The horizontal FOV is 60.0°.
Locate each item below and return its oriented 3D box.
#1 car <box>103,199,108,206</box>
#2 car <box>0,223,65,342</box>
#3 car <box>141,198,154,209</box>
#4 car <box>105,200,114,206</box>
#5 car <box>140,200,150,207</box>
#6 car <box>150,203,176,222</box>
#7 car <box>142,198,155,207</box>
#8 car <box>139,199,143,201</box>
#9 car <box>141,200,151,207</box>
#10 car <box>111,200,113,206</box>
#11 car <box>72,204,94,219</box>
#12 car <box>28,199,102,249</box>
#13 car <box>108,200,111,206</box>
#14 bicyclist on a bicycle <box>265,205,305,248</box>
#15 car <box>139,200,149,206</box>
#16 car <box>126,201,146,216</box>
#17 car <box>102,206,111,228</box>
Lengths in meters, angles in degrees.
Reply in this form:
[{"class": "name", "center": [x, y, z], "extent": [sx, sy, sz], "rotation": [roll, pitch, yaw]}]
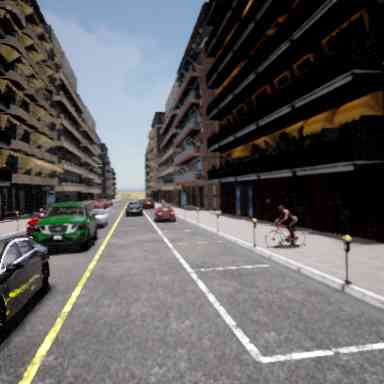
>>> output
[{"class": "car", "center": [-15.673, 2.426, 55.696], "extent": [1.887, 1.381, 4.507], "rotation": [-2, 0, -10]}, {"class": "car", "center": [-4.099, 1.654, 6.327], "extent": [2.128, 1.511, 4.902], "rotation": [-1, -1, -10]}, {"class": "car", "center": [-8.490, 2.075, 62.818], "extent": [2.192, 1.841, 5.009], "rotation": [-2, 0, -10]}, {"class": "car", "center": [-20.714, 2.798, 83.565], "extent": [1.947, 1.339, 4.313], "rotation": [-2, 0, -10]}, {"class": "car", "center": [-10.497, 2.445, 73.964], "extent": [1.887, 1.381, 4.507], "rotation": [-2, 0, -10]}, {"class": "car", "center": [-2.429, 1.905, 29.375], "extent": [1.802, 1.307, 4.206], "rotation": [-2, 0, -10]}, {"class": "car", "center": [-7.482, 2.004, 57.243], "extent": [2.192, 1.841, 5.009], "rotation": [-2, 0, -10]}, {"class": "car", "center": [-9.112, 2.212, 52.048], "extent": [1.812, 1.442, 4.674], "rotation": [-1, 0, -10]}, {"class": "car", "center": [-9.488, 2.396, 68.389], "extent": [1.947, 1.339, 4.313], "rotation": [-2, 0, -10]}, {"class": "car", "center": [-18.698, 2.638, 72.417], "extent": [1.887, 1.381, 4.507], "rotation": [-2, 0, -10]}, {"class": "car", "center": [-12.618, 2.186, 38.807], "extent": [1.752, 1.417, 4.829], "rotation": [-2, 0, -10]}, {"class": "car", "center": [-5.860, 1.515, 16.039], "extent": [2.150, 2.045, 5.566], "rotation": [-1, -1, -10]}, {"class": "car", "center": [-16.690, 2.268, 61.270], "extent": [2.192, 1.841, 5.009], "rotation": [-2, 0, -10]}, {"class": "bicyclist on a bicycle", "center": [3.558, 1.327, 12.713], "extent": [1.656, 1.620, 0.582], "rotation": [-1, 0, -10]}, {"class": "car", "center": [-11.499, 2.536, 79.538], "extent": [1.947, 1.339, 4.313], "rotation": [-2, 0, -10]}, {"class": "car", "center": [-6.764, 2.077, 39.043], "extent": [1.994, 1.385, 4.181], "rotation": [-1, -1, -10]}, {"class": "car", "center": [-7.610, 2.023, 25.810], "extent": [1.895, 1.301, 4.718], "rotation": [-1, -1, -10]}]
